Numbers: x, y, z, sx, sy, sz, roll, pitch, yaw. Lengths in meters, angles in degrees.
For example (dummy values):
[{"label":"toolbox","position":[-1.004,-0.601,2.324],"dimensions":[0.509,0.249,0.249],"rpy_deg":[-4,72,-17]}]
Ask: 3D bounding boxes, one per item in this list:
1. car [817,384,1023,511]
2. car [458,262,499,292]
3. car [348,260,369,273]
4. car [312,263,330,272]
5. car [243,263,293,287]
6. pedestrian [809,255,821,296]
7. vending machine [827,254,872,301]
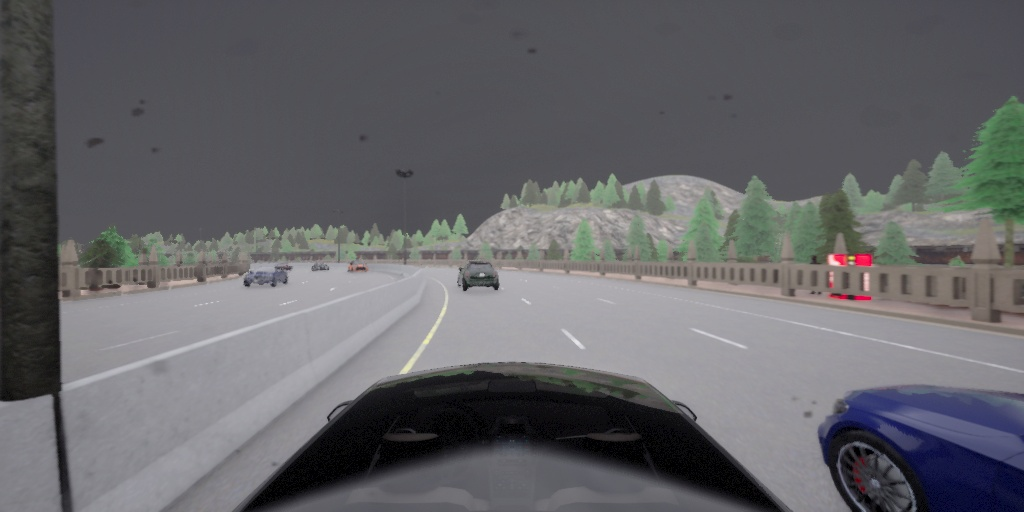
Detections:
[{"label":"car","position":[3.477,1.259,1.038],"dimensions":[1.812,1.442,4.674],"rpy_deg":[0,0,0]},{"label":"car","position":[-2.224,1.148,22.568],"dimensions":[2.097,1.767,4.553],"rpy_deg":[0,0,-13]},{"label":"car","position":[-21.378,1.431,49.849],"dimensions":[2.097,1.767,4.553],"rpy_deg":[0,0,-32]},{"label":"car","position":[-29.796,1.756,55.838],"dimensions":[1.994,1.385,4.181],"rpy_deg":[-1,0,-37]},{"label":"car","position":[-18.331,1.476,26.931],"dimensions":[1.812,1.442,4.674],"rpy_deg":[0,-1,-18]},{"label":"pedestrian","position":[13.781,0.845,16.310],"dimensions":[0.375,1.860,0.375],"rpy_deg":[-1,0,-8]},{"label":"vending machine","position":[14.041,0.895,14.948],"dimensions":[1.100,2.100,0.880],"rpy_deg":[0,0,-7]}]
